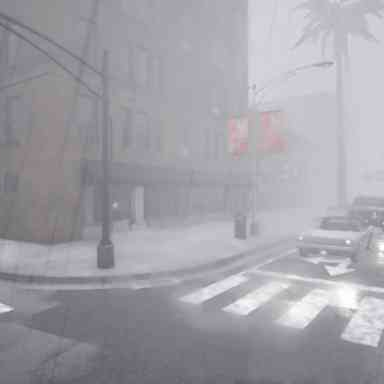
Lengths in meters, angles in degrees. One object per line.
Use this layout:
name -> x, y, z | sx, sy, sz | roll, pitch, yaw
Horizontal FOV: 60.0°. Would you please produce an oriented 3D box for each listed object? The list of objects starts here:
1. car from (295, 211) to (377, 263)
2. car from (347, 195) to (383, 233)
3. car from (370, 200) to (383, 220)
car -> 5.405, 1.608, 12.342 | 1.895, 1.301, 4.718 | 0, 0, 35
car -> 10.971, 1.240, 20.364 | 2.150, 2.045, 5.566 | 0, 0, 35
car -> 16.822, 1.511, 28.784 | 1.882, 1.535, 5.008 | 0, 0, 35
